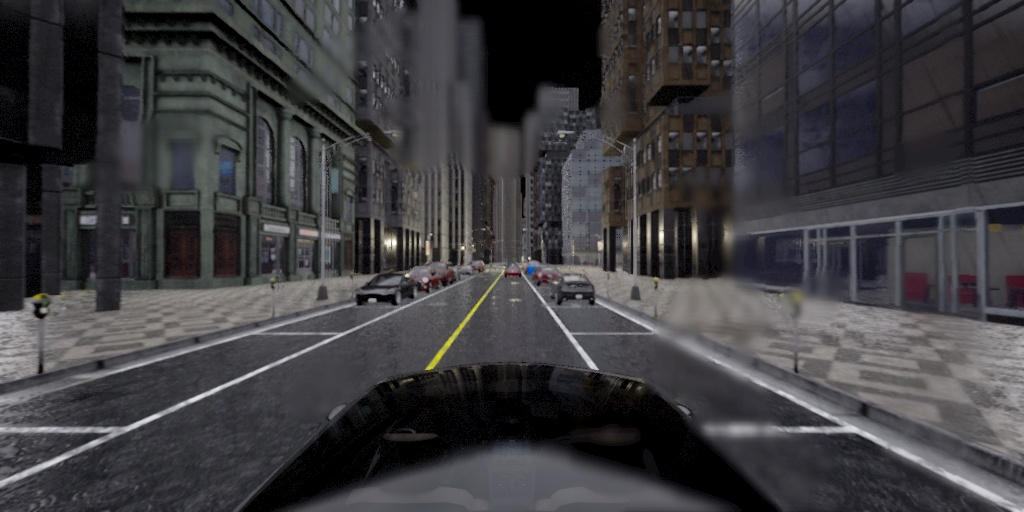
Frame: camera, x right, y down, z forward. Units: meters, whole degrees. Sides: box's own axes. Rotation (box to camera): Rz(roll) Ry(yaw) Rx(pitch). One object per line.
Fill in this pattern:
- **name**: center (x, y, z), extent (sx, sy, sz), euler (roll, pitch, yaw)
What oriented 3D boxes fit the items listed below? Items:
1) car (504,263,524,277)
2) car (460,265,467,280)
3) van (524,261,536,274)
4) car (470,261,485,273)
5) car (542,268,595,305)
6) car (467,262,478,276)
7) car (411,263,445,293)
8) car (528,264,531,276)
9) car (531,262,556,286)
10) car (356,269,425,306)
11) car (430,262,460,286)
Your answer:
- **car**: center (0.098, 1.774, 43.496), extent (1.994, 1.385, 4.181), euler (0, -1, 0)
- **car**: center (-5.766, 1.652, 33.804), extent (2.007, 1.370, 4.403), euler (0, 0, 0)
- **van**: center (2.758, 1.568, 45.026), extent (1.690, 1.789, 3.998), euler (0, 0, 0)
- **car**: center (-5.768, 1.674, 56.239), extent (2.192, 1.841, 5.009), euler (0, 0, 0)
- **car**: center (2.761, 1.467, 16.982), extent (2.007, 1.370, 4.403), euler (0, 0, 0)
- **car**: center (-5.767, 1.778, 45.021), extent (2.007, 1.370, 4.403), euler (0, 0, 0)
- **car**: center (-5.765, 1.418, 22.586), extent (1.967, 1.591, 4.097), euler (0, 0, 0)
- **car**: center (2.759, 1.683, 33.809), extent (1.802, 1.307, 4.207), euler (0, 0, 0)
- **car**: center (2.760, 1.479, 28.200), extent (1.967, 1.591, 4.097), euler (0, 0, 0)
- **car**: center (-5.764, 1.483, 16.976), extent (1.948, 1.339, 4.313), euler (0, 0, 0)
- **car**: center (-5.765, 1.354, 28.195), extent (2.192, 1.841, 5.009), euler (0, 0, 0)
